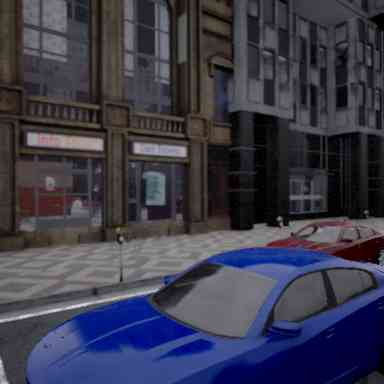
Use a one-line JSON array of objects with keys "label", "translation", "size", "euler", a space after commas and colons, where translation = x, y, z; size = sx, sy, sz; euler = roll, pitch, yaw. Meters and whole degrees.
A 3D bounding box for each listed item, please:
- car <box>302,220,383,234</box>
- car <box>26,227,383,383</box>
[{"label": "car", "translation": [3.964, 1.528, 9.498], "size": [4.507, 1.381, 1.887], "euler": [0, 0, -36]}, {"label": "car", "translation": [0.789, 1.474, 3.943], "size": [5.008, 1.535, 1.882], "euler": [0, 0, -36]}]
